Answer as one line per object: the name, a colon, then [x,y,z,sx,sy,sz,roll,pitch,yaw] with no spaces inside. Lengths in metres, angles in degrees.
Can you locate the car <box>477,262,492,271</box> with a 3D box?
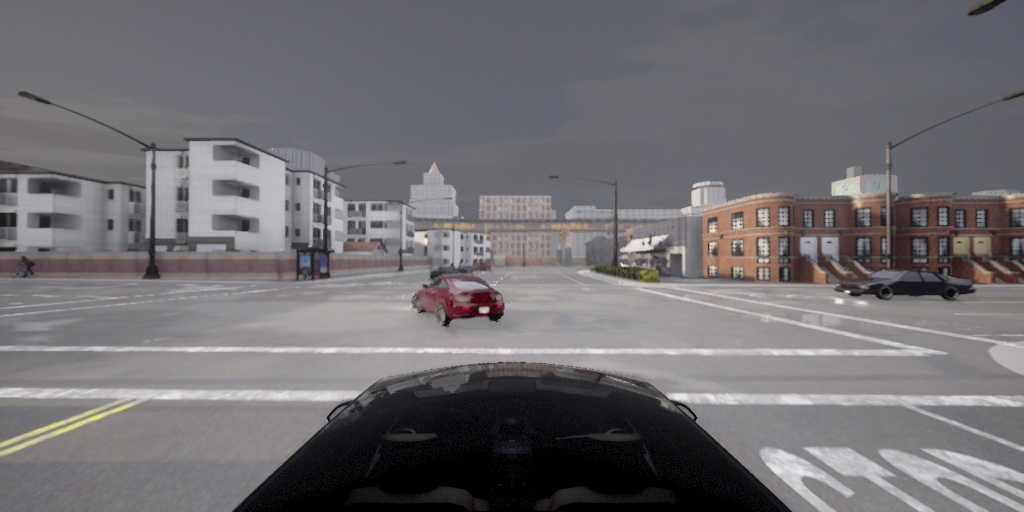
car: [-4.742,1.722,58.076,1.882,1.535,5.008,0,-1,12]

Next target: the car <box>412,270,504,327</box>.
car: [-1.889,1.340,11.962,1.812,1.442,4.674,1,-1,-29]

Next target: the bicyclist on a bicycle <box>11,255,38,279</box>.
bicyclist on a bicycle: [-33.999,0.792,25.057,0.582,1.620,1.656,1,-1,-11]

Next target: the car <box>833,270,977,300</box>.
car: [19.226,1.380,17.667,5.357,1.411,2.033,0,-1,1]

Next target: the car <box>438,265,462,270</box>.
car: [-6.538,1.608,34.777,1.895,1.301,4.718,0,-1,3]

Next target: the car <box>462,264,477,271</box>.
car: [-6.020,1.705,44.261,1.895,1.301,4.718,0,-1,4]
